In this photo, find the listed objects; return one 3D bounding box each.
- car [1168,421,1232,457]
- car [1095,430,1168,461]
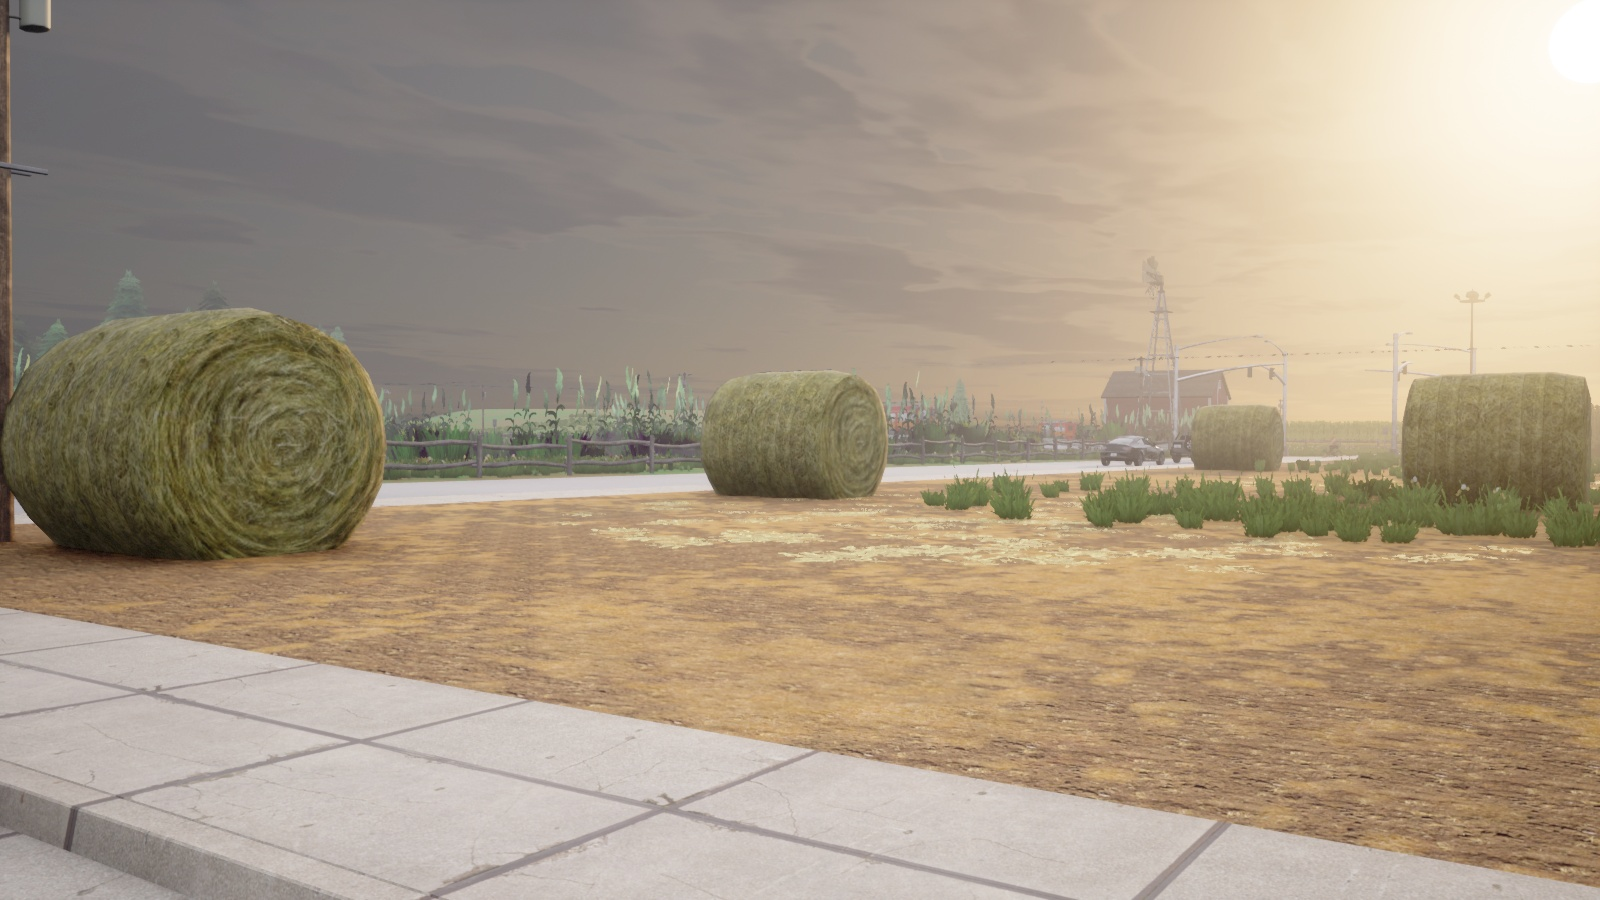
[{"bbox_3d":[21.696,-0.612,68.016,1.932,1.855,4.605,0,1,36],"label":"car"},{"bbox_3d":[15.937,-0.244,60.201,1.812,1.442,4.674,0,1,36],"label":"car"}]
